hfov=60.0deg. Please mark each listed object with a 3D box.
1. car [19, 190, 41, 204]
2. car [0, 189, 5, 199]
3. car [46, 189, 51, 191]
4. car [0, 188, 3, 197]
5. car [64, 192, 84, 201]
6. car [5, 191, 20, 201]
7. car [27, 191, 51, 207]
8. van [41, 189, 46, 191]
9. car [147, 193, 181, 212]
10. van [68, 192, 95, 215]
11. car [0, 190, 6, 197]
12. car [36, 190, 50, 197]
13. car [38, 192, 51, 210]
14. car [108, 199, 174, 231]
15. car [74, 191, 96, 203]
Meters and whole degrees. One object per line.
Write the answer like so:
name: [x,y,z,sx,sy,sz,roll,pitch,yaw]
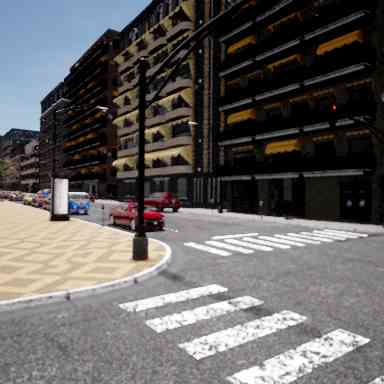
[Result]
car: [-19.749,0.834,41.245,1.752,1.417,4.829,2,0,-36]
car: [-33.208,0.500,59.646,1.887,1.381,4.507,2,0,-36]
car: [-26.549,0.588,64.736,1.752,1.417,4.829,2,0,-36]
car: [-43.218,0.008,73.343,2.192,1.841,5.009,2,0,-36]
car: [-19.770,0.806,55.467,1.947,1.339,4.313,2,0,-36]
car: [-26.525,0.571,50.514,1.967,1.590,4.097,2,0,-36]
car: [-16.510,0.938,36.816,1.887,1.381,4.507,2,0,-36]
van: [-29.782,0.319,69.165,1.690,1.788,3.998,2,0,-36]
car: [-3.066,0.994,32.639,2.192,1.841,5.009,2,0,-36]
van: [-9.825,0.910,27.685,1.690,1.788,3.998,2,0,-36]
car: [-39.886,0.331,68.777,2.008,1.369,4.403,2,0,-36]
car: [-33.124,0.330,73.731,1.967,1.590,4.097,2,0,-36]
car: [-13.171,1.026,32.251,1.887,1.381,4.507,2,0,-36]
car: [-3.154,1.289,18.553,1.887,1.381,4.507,2,0,-36]
car: [-16.427,0.768,50.902,1.967,1.590,4.097,2,0,-36]
